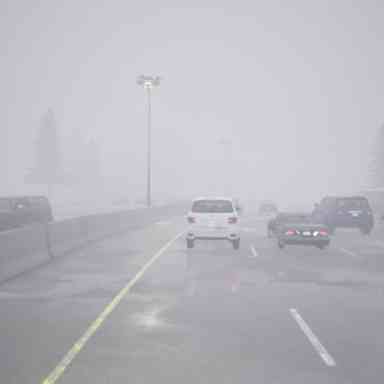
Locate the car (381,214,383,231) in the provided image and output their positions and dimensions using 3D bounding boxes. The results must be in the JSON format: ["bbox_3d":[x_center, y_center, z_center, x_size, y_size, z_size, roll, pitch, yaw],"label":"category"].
[{"bbox_3d":[11.931,1.507,17.927,1.882,1.535,5.008,0,0,7],"label":"car"}]

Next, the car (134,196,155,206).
[{"bbox_3d":[-7.887,1.460,55.661,1.882,1.535,5.008,0,0,20],"label":"car"}]

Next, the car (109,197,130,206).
[{"bbox_3d":[-11.864,1.499,54.764,1.812,1.442,4.674,0,0,19],"label":"car"}]

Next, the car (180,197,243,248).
[{"bbox_3d":[1.027,1.225,15.101,2.150,2.045,5.566,0,0,6],"label":"car"}]

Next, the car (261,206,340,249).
[{"bbox_3d":[4.461,1.559,14.658,2.033,1.411,5.357,0,0,6],"label":"car"}]

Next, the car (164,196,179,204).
[{"bbox_3d":[-3.279,1.485,58.044,2.128,1.511,4.902,0,0,21],"label":"car"}]

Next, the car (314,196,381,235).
[{"bbox_3d":[8.583,1.243,19.395,2.150,2.045,5.566,0,0,8],"label":"car"}]

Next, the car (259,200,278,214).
[{"bbox_3d":[8.159,1.547,35.453,1.812,1.442,4.674,0,0,14],"label":"car"}]

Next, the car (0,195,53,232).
[{"bbox_3d":[-9.491,1.198,17.449,2.150,2.045,5.566,0,0,7],"label":"car"}]
